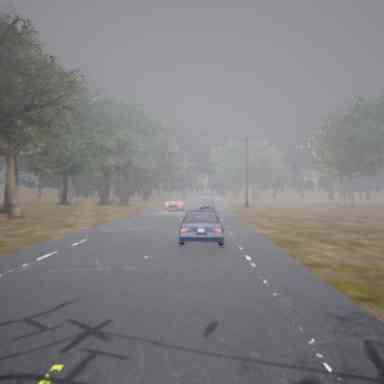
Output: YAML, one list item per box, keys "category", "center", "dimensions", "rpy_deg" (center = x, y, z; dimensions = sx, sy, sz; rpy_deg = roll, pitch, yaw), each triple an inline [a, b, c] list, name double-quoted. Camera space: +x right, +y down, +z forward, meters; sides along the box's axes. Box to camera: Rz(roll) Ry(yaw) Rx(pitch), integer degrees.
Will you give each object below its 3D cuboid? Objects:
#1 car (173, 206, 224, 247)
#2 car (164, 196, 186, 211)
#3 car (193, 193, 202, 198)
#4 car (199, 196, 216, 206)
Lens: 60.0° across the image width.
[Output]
- category: "car"
  center: [0.409, 1.515, 14.703]
  dimensions: [2.033, 1.411, 5.357]
  rpy_deg: [1, -1, 2]
- category: "car"
  center: [-1.937, 1.320, 38.960]
  dimensions: [2.097, 1.767, 4.553]
  rpy_deg: [0, 0, 4]
- category: "car"
  center: [1.300, 0.884, 80.067]
  dimensions: [2.097, 1.767, 4.553]
  rpy_deg: [0, 0, 4]
- category: "car"
  center: [1.811, 1.534, 39.401]
  dimensions: [2.033, 1.411, 5.357]
  rpy_deg: [0, 0, 4]
